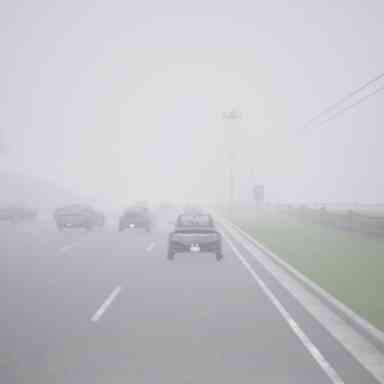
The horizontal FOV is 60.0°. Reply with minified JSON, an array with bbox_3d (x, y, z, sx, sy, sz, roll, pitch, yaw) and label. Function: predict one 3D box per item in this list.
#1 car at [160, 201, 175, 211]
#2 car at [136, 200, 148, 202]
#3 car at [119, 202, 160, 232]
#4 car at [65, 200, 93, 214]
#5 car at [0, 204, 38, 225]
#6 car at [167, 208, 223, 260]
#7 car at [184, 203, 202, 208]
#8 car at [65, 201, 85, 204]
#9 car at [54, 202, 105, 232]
[{"bbox_3d":[-3.395,1.929,46.101,1.895,1.301,4.718,0,0,0],"label":"car"},{"bbox_3d":[-6.897,1.819,46.153,2.128,1.511,4.902,0,0,0],"label":"car"},{"bbox_3d":[-3.399,1.657,21.285,1.837,1.490,4.892,0,0,0],"label":"car"},{"bbox_3d":[-13.939,1.815,41.205,1.812,1.442,4.674,0,0,0],"label":"car"},{"bbox_3d":[-13.899,1.673,26.151,2.128,1.511,4.902,0,-1,0],"label":"car"},{"bbox_3d":[0.101,1.585,12.825,2.128,1.511,4.902,0,0,0],"label":"car"},{"bbox_3d":[0.103,1.857,35.747,1.895,1.301,4.718,0,0,0],"label":"car"},{"bbox_3d":[-10.398,1.711,29.045,1.837,1.490,4.892,0,0,0],"label":"car"},{"bbox_3d":[-6.899,1.641,21.116,2.128,1.511,4.902,0,0,0],"label":"car"}]
